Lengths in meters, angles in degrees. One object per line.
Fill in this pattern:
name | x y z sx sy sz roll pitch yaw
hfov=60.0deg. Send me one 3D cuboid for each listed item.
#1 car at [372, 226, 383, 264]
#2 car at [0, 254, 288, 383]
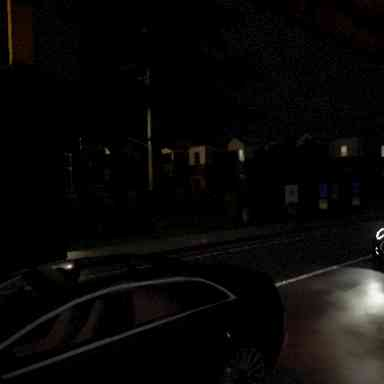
car | 6.944 1.028 9.209 4.553 1.767 2.097 -2 1 -37
car | -1.157 1.471 3.156 4.902 1.511 2.128 -2 1 -36
